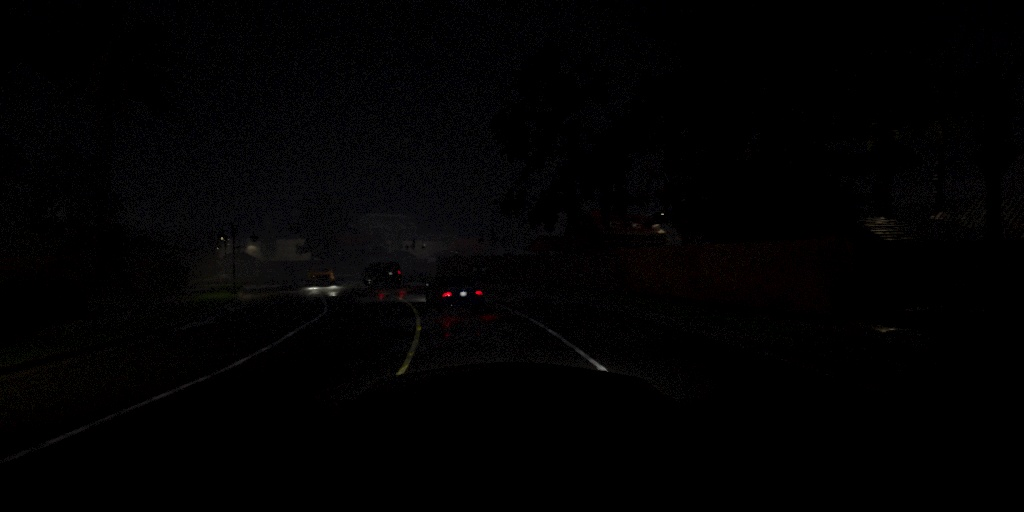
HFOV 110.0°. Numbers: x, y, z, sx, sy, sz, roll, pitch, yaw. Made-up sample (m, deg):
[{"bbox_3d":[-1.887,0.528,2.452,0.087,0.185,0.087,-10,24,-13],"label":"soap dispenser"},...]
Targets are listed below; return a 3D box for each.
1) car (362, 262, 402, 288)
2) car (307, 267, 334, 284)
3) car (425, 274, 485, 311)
[{"bbox_3d":[-10.990,1.498,30.183,2.150,2.045,5.566,-1,0,-35],"label":"car"},{"bbox_3d":[-18.543,1.763,34.634,1.882,1.535,5.008,-1,-1,-36],"label":"car"},{"bbox_3d":[-2.645,1.501,15.753,2.033,1.411,5.357,-1,-1,-20],"label":"car"}]
